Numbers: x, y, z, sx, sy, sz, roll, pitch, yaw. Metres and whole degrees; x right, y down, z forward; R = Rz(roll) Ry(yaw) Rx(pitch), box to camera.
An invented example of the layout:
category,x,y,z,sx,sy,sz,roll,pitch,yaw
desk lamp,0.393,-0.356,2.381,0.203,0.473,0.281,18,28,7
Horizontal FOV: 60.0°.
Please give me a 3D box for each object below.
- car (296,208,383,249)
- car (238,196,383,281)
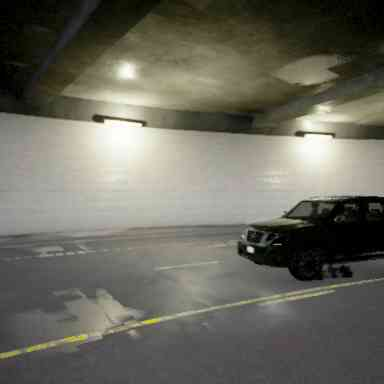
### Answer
category,x,y,z,sx,sy,sz,roll,pitch,yaw
car,6.858,1.464,14.166,4.181,1.385,1.994,0,0,-16
car,4.103,1.150,9.705,5.566,2.045,2.150,0,0,-21
